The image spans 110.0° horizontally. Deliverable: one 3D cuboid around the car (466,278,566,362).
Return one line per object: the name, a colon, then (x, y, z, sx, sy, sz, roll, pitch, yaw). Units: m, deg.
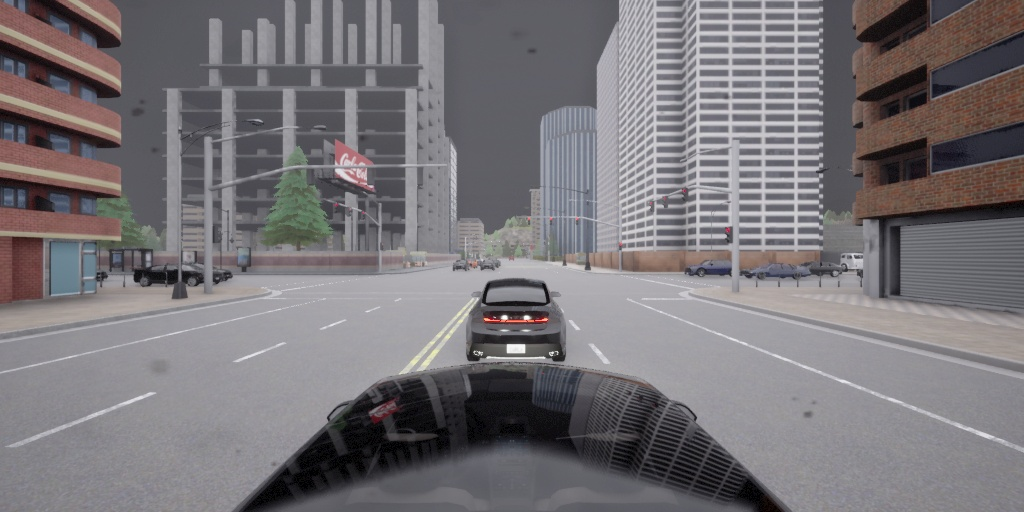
car: (0.094, 1.255, 8.228, 1.837, 1.490, 4.892, 0, 0, 1)

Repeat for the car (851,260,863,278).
car: (32.720, 1.314, 31.180, 4.181, 1.385, 1.994, 0, 0, 0)

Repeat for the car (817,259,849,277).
car: (29.068, 1.255, 34.684, 4.892, 1.490, 1.837, 0, 0, 0)

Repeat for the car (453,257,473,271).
car: (-6.862, 1.254, 48.760, 1.837, 1.490, 4.892, 0, 0, 0)

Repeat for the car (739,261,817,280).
car: (22.808, 1.297, 31.191, 5.357, 1.411, 2.033, 0, 0, 0)

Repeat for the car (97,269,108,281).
car: (-34.052, 1.255, 27.470, 4.892, 1.490, 1.837, 0, 0, 0)

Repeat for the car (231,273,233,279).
car: (-24.210, 1.255, 27.472, 4.892, 1.490, 1.837, 0, 0, 0)

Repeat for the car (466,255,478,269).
car: (-6.805, 1.102, 57.966, 2.097, 1.767, 4.553, 0, 0, 0)

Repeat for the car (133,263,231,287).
car: (-22.186, 1.228, 23.973, 5.008, 1.535, 1.882, 0, 0, 0)

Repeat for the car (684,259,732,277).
car: (19.218, 1.102, 34.690, 4.553, 1.767, 2.097, 0, 0, 0)

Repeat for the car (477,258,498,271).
car: (-3.354, 1.254, 50.290, 1.837, 1.490, 4.892, 0, 0, 0)

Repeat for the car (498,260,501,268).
car: (-3.287, 1.102, 60.415, 2.097, 1.767, 4.553, 0, 0, 1)
